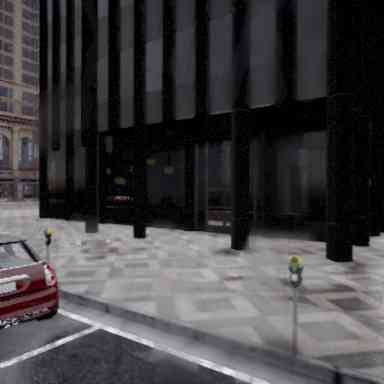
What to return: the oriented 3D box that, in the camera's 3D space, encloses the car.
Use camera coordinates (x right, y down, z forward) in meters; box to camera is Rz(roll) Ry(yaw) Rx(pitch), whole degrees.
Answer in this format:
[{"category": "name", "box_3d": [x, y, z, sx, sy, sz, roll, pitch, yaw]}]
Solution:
[{"category": "car", "box_3d": [-4.299, 1.437, 6.027, 4.097, 1.590, 1.967, 0, 0, 36]}]
